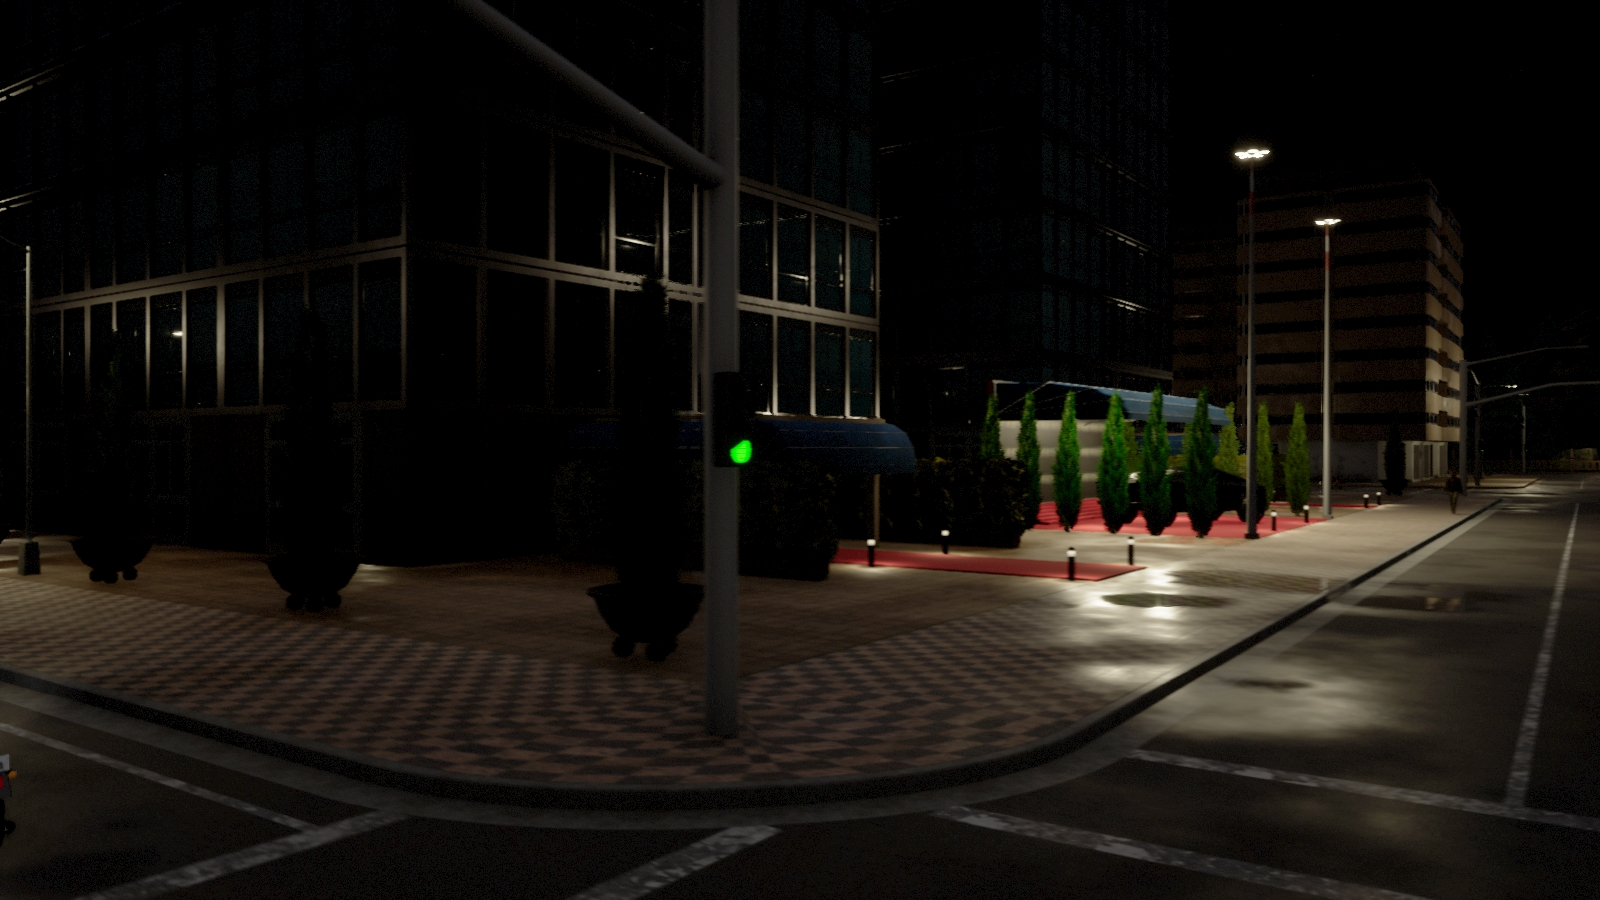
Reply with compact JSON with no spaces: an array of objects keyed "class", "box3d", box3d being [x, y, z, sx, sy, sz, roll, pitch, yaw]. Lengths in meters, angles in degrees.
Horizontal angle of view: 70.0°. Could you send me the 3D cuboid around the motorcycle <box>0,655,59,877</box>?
[{"class":"motorcycle","box3d":[-6.234,2.153,8.150,2.356,1.307,0.764,0,0,35]}]
